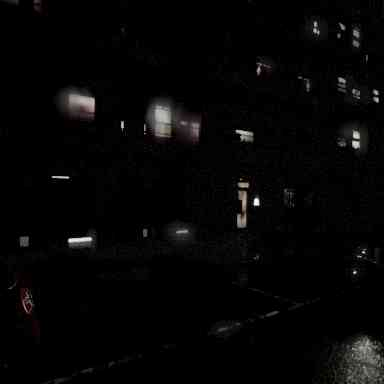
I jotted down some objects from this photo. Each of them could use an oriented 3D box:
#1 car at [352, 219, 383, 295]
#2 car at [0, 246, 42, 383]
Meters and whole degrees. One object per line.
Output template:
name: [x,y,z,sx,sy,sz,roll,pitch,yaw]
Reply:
car: [5.976,1.224,7.604,5.566,2.045,2.150,0,0,-35]
car: [-4.021,1.440,3.691,4.097,1.590,1.967,0,0,-35]
